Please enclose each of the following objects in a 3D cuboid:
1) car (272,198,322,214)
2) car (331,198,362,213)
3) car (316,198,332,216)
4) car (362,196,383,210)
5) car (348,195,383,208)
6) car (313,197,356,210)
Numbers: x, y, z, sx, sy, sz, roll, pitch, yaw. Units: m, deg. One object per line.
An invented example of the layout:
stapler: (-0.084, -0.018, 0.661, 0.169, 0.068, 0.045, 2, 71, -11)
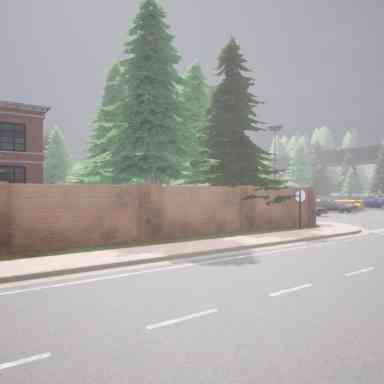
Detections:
car: (11.433, 1.491, 36.625, 2.128, 1.511, 4.902, 0, 0, -36)
car: (15.466, 1.547, 36.994, 2.033, 1.411, 5.357, 0, 0, -35)
car: (10.302, 1.547, 32.148, 2.033, 1.411, 5.357, 0, 0, -35)
car: (24.037, 1.477, 43.406, 1.882, 1.535, 5.008, 0, 0, -35)
car: (25.209, 1.351, 47.815, 2.097, 1.767, 4.553, 0, 0, -35)
car: (18.952, 1.491, 44.541, 2.128, 1.511, 4.902, 0, 0, -35)
